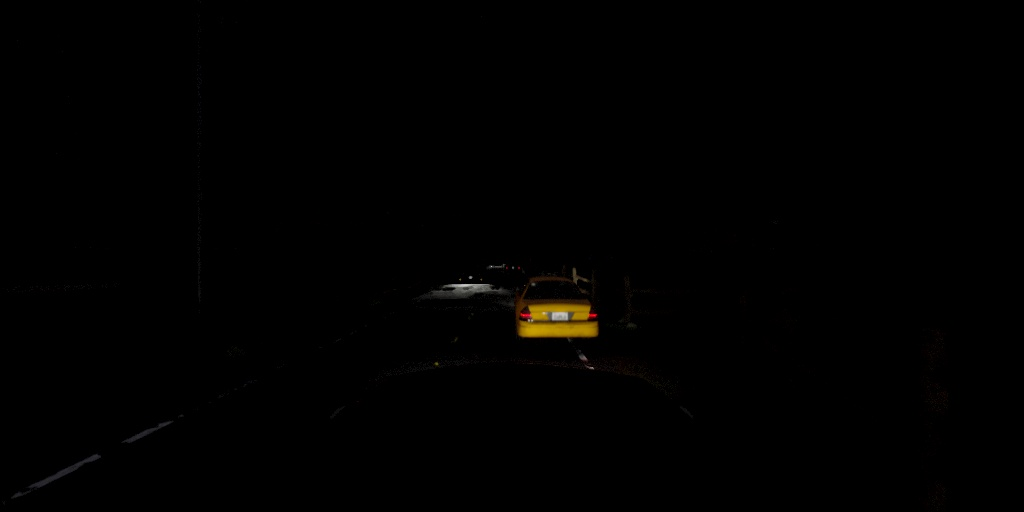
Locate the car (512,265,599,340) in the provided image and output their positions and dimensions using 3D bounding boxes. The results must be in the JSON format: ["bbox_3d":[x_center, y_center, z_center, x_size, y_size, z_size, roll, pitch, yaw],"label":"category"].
[{"bbox_3d":[0.972,1.192,9.814,1.801,1.575,5.366,0,0,0],"label":"car"}]

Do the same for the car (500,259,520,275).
[{"bbox_3d":[0.120,1.250,38.623,2.033,1.411,5.357,0,0,0],"label":"car"}]

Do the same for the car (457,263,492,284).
[{"bbox_3d":[-2.820,1.278,26.438,1.994,1.385,4.181,0,0,0],"label":"car"}]
